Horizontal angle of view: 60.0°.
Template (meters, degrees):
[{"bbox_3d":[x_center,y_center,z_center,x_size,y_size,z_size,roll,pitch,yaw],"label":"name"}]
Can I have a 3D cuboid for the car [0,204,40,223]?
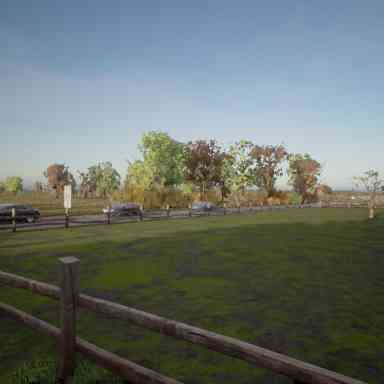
[{"bbox_3d":[-14.231,1.675,25.483,1.837,1.490,4.892,1,0,34],"label":"car"}]

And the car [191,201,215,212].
[{"bbox_3d":[1.620,2.089,47.799,1.812,1.442,4.674,1,0,36],"label":"car"}]

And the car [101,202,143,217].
[{"bbox_3d":[-7.348,1.828,35.223,2.128,1.511,4.902,1,0,35],"label":"car"}]
